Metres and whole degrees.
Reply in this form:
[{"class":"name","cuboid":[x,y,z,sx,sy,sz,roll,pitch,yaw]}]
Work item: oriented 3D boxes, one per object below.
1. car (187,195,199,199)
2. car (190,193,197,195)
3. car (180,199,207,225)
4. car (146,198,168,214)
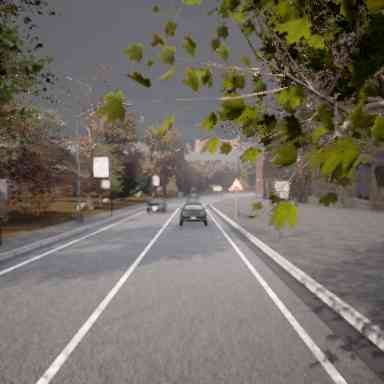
[{"class":"car","cuboid":[0.095,1.463,42.235,1.994,1.385,4.181,0,-1,0]},{"class":"car","cuboid":[0.293,1.012,75.493,1.812,1.442,4.674,1,2,15]},{"class":"car","cuboid":[0.093,1.482,23.494,1.812,1.442,4.674,0,0,0]},{"class":"car","cuboid":[-3.595,1.428,34.679,2.128,1.511,4.902,0,0,0]}]
